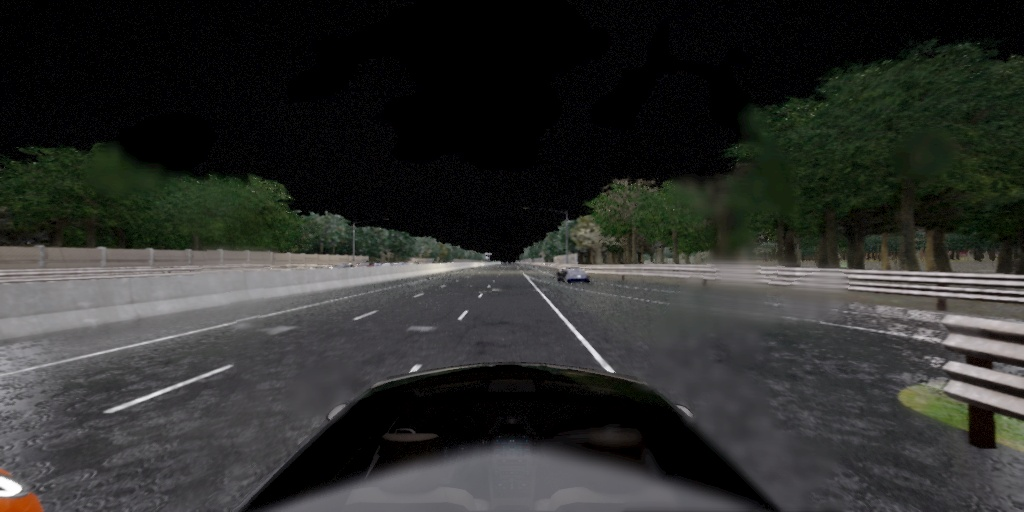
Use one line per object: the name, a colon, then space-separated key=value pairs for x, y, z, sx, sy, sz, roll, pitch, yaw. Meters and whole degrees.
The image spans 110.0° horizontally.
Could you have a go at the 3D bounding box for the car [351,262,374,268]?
car: x=-24.534 y=1.827 z=60.350 sx=2.097 sy=1.767 sz=4.553 roll=0 pitch=-1 yaw=1

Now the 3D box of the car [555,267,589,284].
car: x=5.160 y=1.657 z=31.201 sx=1.994 sy=1.385 sz=4.181 roll=-1 pitch=-1 yaw=-9

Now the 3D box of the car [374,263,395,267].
car: x=-21.034 y=2.000 z=60.361 sx=1.812 sy=1.442 sz=4.674 roll=0 pitch=-1 yaw=1

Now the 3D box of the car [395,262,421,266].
car: x=-17.542 y=1.971 z=60.568 sx=2.128 sy=1.511 sz=4.902 roll=0 pitch=-1 yaw=1
